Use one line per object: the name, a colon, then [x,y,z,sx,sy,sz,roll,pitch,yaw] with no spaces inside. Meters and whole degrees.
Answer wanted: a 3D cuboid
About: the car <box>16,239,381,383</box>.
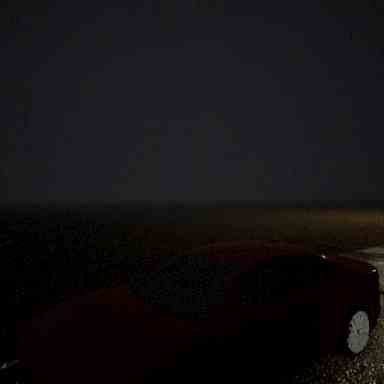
car: [0.514,1.456,4.360,5.008,1.535,1.882,-1,0,-36]
